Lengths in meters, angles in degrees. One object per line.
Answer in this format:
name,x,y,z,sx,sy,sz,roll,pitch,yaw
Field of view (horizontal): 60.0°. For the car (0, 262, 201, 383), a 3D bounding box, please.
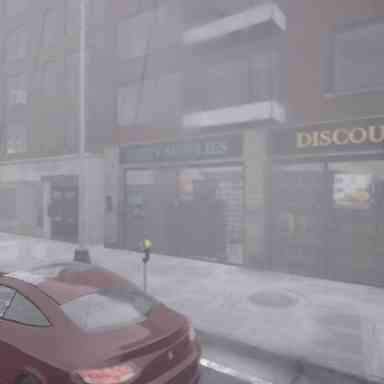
car,-1.846,1.566,4.163,4.206,1.307,1.802,0,0,35
